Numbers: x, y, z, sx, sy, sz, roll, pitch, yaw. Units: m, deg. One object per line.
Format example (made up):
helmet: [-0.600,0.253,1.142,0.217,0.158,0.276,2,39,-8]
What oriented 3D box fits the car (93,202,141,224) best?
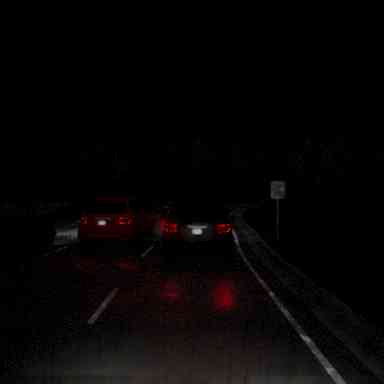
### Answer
car: [-5.748,1.546,26.212,2.033,1.411,5.357,0,0,6]

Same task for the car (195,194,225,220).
car: [1.746,1.218,29.624,2.150,2.045,5.566,0,0,9]

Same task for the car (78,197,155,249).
car: [-3.097,1.219,14.700,2.150,2.045,5.566,0,0,3]

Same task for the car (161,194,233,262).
car: [0.277,1.222,12.276,2.150,2.045,5.566,0,0,3]

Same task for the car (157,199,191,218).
car: [-1.557,1.489,30.832,2.128,1.511,4.902,0,0,9]

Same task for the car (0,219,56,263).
car: [-6.728,1.600,11.928,1.895,1.301,4.718,0,0,3]
